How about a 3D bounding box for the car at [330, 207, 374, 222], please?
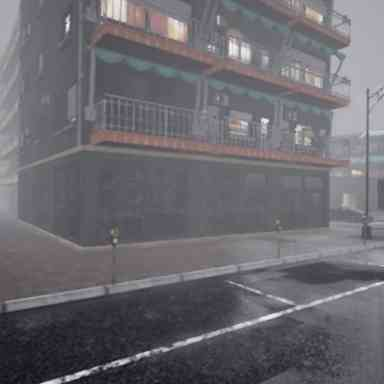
[{"bbox_3d":[15.015,2.100,31.849,1.994,1.385,4.181,1,-1,-35],"label":"car"}]
